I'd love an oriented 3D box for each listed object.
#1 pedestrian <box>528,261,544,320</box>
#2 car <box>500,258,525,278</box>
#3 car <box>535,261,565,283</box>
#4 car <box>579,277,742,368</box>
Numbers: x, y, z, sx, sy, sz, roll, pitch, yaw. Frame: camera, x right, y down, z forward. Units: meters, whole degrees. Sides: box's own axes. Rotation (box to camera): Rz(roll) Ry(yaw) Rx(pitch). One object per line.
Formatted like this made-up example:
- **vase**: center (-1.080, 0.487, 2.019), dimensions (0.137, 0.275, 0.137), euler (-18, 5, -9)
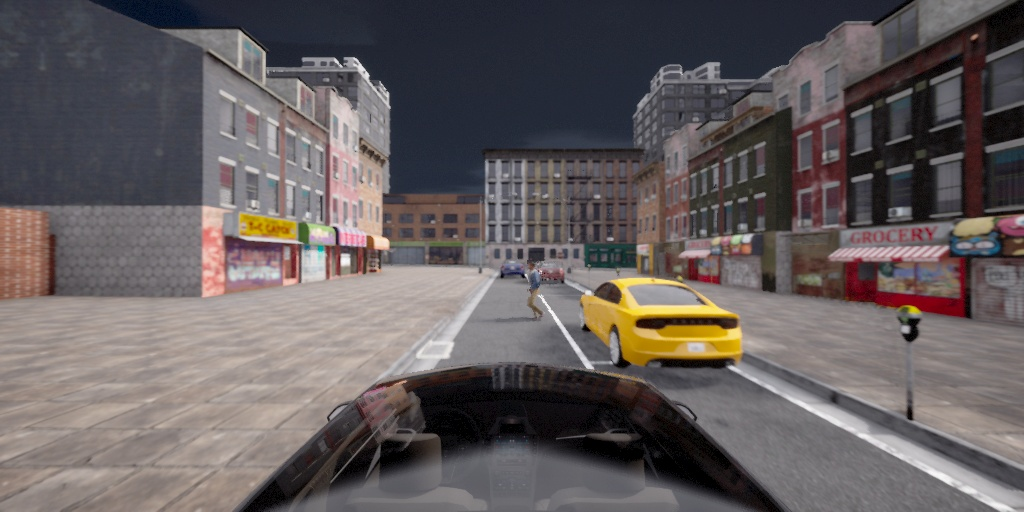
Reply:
- **pedestrian**: center (0.674, 1.001, 10.837), dimensions (0.375, 1.860, 0.375), euler (0, 0, 0)
- **car**: center (0.059, 0.971, 31.513), dimensions (2.097, 1.767, 4.553), euler (0, 0, 0)
- **car**: center (2.626, 1.081, 26.014), dimensions (1.967, 1.591, 4.097), euler (0, 0, 0)
- **car**: center (2.747, 1.200, 7.827), dimensions (1.882, 1.535, 5.008), euler (0, 0, 0)
